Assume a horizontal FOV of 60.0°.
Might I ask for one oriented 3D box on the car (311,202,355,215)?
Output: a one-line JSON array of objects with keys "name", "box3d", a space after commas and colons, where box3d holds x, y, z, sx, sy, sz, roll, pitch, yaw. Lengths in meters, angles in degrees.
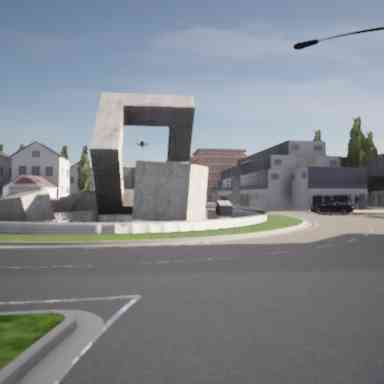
[{"name": "car", "box3d": [16.855, 1.927, 39.892, 4.902, 1.511, 2.128, 0, 0, 30]}]
